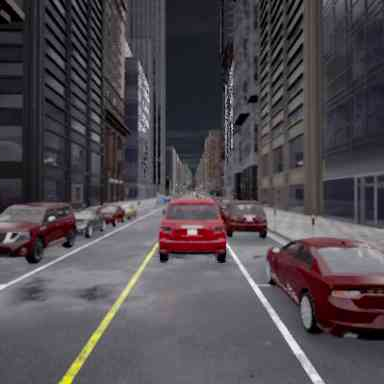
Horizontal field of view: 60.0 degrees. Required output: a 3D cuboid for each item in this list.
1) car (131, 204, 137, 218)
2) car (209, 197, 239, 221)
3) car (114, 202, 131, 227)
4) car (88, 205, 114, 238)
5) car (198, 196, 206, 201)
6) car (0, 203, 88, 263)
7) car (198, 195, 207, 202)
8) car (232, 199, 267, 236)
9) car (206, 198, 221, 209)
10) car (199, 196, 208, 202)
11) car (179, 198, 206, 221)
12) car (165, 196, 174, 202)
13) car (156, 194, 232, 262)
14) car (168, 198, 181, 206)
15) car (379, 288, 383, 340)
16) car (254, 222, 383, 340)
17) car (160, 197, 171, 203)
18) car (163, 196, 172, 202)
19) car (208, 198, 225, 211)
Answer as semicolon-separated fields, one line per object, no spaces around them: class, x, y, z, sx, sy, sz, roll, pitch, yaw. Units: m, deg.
car;-5.848;1.596;28.972;1.752;1.417;4.829;1;0;0
car;2.680;1.385;29.138;2.192;1.841;5.009;1;0;0
car;-5.848;1.603;23.517;1.887;1.381;4.507;1;0;0
car;-5.849;1.596;17.893;2.008;1.369;4.403;1;0;0
car;2.678;1.749;91.006;1.887;1.381;4.507;1;0;0
car;-5.846;1.347;12.269;2.192;1.841;5.009;1;0;0
car;2.679;1.632;85.382;1.967;1.590;4.097;1;0;0
car;2.680;1.360;17.889;2.192;1.841;5.009;1;0;0
car;3.147;1.618;49.878;1.837;1.490;4.892;0;0;0
car;2.678;1.724;79.757;1.887;1.381;4.507;1;0;0
car;0.048;1.420;28.379;2.097;1.767;4.553;0;0;1
car;-5.848;1.743;85.389;2.008;1.369;4.403;1;0;0
car;0.037;1.255;12.353;2.150;2.045;5.566;0;0;1
car;-3.059;1.695;58.001;1.994;1.385;4.181;0;0;0
car;2.677;1.585;1.015;1.802;1.307;4.206;1;0;0
car;2.677;1.562;6.640;1.887;1.381;4.507;1;0;0
car;-5.848;1.733;74.139;1.947;1.339;4.313;1;0;0
car;-5.847;1.704;79.594;1.752;1.417;4.829;1;0;0
car;3.147;1.603;42.878;1.837;1.490;4.892;0;0;0
